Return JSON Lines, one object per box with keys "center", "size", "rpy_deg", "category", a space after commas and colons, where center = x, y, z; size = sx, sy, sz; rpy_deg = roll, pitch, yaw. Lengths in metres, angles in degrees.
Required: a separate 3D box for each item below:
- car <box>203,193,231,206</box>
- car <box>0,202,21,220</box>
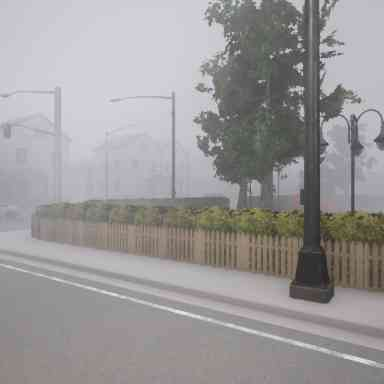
{"center": [3.515, 1.221, 48.168], "size": [2.150, 2.045, 5.566], "rpy_deg": [0, 0, 35], "category": "car"}
{"center": [-16.079, 1.526, 26.342], "size": [1.812, 1.442, 4.674], "rpy_deg": [0, 0, 35], "category": "car"}
